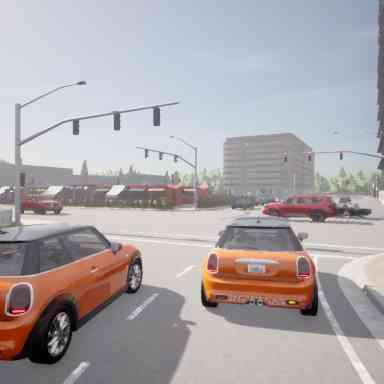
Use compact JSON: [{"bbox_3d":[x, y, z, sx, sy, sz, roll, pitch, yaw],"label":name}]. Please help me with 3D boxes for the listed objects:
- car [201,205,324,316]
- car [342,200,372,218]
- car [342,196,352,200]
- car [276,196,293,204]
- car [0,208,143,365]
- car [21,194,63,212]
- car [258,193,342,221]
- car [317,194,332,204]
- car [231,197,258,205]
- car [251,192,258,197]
[{"bbox_3d":[1.631,1.352,7.851,2.097,1.767,4.553,0,0,14],"label":"car"},{"bbox_3d":[13.771,1.652,30.397,1.895,1.301,4.718,0,0,-21],"label":"car"},{"bbox_3d":[28.611,1.504,61.944,1.837,1.490,4.892,0,0,28],"label":"car"},{"bbox_3d":[18.053,1.492,64.684,2.128,1.511,4.902,0,0,28],"label":"car"},{"bbox_3d":[-2.486,1.352,6.145,2.097,1.767,4.553,0,0,10],"label":"car"},{"bbox_3d":[-16.095,1.277,34.834,5.566,2.045,2.150,0,0,28],"label":"car"},{"bbox_3d":[8.397,1.265,26.021,5.566,2.045,2.150,0,0,28],"label":"car"},{"bbox_3d":[24.909,1.352,62.417,2.097,1.767,4.553,0,0,28],"label":"car"},{"bbox_3d":[6.648,1.601,42.977,1.895,1.301,4.718,0,0,28],"label":"car"},{"bbox_3d":[11.647,1.222,52.523,2.150,2.045,5.566,0,0,28],"label":"car"}]
